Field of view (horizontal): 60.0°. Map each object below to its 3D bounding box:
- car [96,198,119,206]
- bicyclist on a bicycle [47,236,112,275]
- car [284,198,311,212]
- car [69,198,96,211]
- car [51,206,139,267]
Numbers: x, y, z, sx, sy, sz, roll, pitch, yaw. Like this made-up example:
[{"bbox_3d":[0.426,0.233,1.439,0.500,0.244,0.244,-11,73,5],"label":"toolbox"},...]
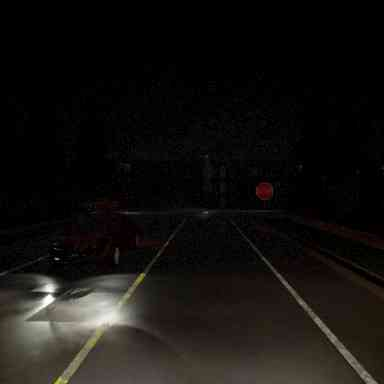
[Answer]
[{"bbox_3d":[-11.179,1.455,39.291,5.008,1.535,1.882,0,0,9],"label":"car"},{"bbox_3d":[-2.534,1.575,8.199,1.620,0.582,1.656,-38,-20,21],"label":"bicyclist on a bicycle"},{"bbox_3d":[13.143,1.465,38.472,4.902,1.511,2.128,-1,0,-1],"label":"car"},{"bbox_3d":[-13.357,1.579,36.002,4.718,1.301,1.895,0,0,2],"label":"car"},{"bbox_3d":[-3.121,1.478,11.624,1.882,1.535,5.008,0,0,2],"label":"car"}]
